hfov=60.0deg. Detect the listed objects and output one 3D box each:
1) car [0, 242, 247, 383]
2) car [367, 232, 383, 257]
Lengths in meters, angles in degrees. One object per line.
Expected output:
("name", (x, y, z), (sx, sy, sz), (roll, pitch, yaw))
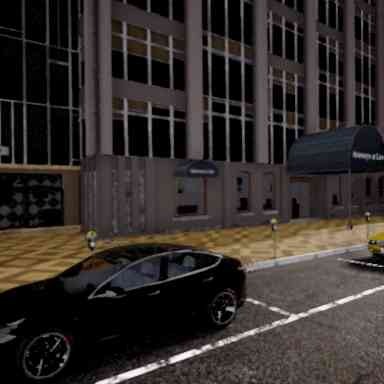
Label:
("car", (-0.992, 1.567, 5.403), (4.313, 1.339, 1.947), (0, -1, -35))
("car", (8.066, 1.532, 11.866), (4.829, 1.417, 1.752), (0, -1, -35))
